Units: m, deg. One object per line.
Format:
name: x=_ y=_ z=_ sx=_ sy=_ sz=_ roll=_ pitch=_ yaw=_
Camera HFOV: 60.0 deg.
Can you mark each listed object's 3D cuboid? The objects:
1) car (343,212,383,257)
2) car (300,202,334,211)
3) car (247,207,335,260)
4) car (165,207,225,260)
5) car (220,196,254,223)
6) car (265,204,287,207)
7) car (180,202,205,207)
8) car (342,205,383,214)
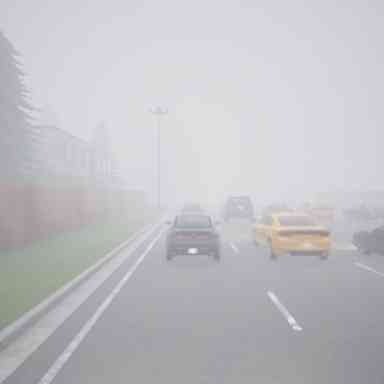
car: x=7.024 y=1.580 z=10.400 sx=2.033 sy=1.411 sz=5.357 roll=0 pitch=0 yaw=1
car: x=10.553 y=1.567 z=28.774 sx=1.882 sy=1.535 sz=5.008 roll=0 pitch=0 yaw=0
car: x=3.547 y=1.518 z=12.660 sx=1.882 sy=1.535 sz=5.008 roll=0 pitch=-1 yaw=0
car: x=0.048 y=1.545 z=12.598 sx=1.837 sy=1.490 sz=4.892 roll=0 pitch=0 yaw=1
car: x=3.536 y=1.305 z=26.470 sx=2.150 sy=2.045 sz=5.566 roll=0 pitch=0 yaw=1
car: x=7.048 y=1.651 z=27.699 sx=1.994 sy=1.385 sz=4.181 roll=0 pitch=0 yaw=0
car: x=0.049 y=1.592 z=27.602 sx=1.837 sy=1.490 sz=4.892 roll=0 pitch=0 yaw=1
car: x=14.042 y=1.684 z=26.964 sx=1.895 sy=1.301 sz=4.718 roll=0 pitch=0 yaw=1
